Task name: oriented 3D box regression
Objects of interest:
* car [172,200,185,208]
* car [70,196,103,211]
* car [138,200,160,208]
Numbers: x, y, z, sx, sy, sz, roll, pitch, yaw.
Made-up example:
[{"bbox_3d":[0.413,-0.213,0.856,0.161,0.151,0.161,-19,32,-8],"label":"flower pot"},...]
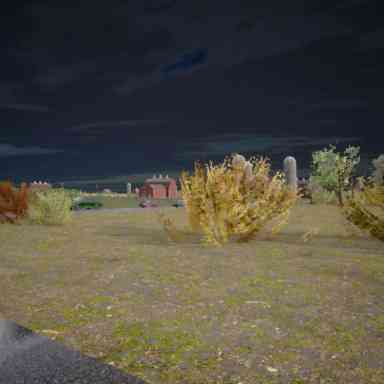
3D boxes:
[{"bbox_3d":[-1.389,2.078,60.477,2.033,1.411,5.357,-1,-1,36],"label":"car"},{"bbox_3d":[-15.341,1.606,47.252,2.150,2.045,5.566,-1,-1,35],"label":"car"},{"bbox_3d":[-7.522,2.095,58.129,1.994,1.385,4.181,-1,-1,35],"label":"car"}]
